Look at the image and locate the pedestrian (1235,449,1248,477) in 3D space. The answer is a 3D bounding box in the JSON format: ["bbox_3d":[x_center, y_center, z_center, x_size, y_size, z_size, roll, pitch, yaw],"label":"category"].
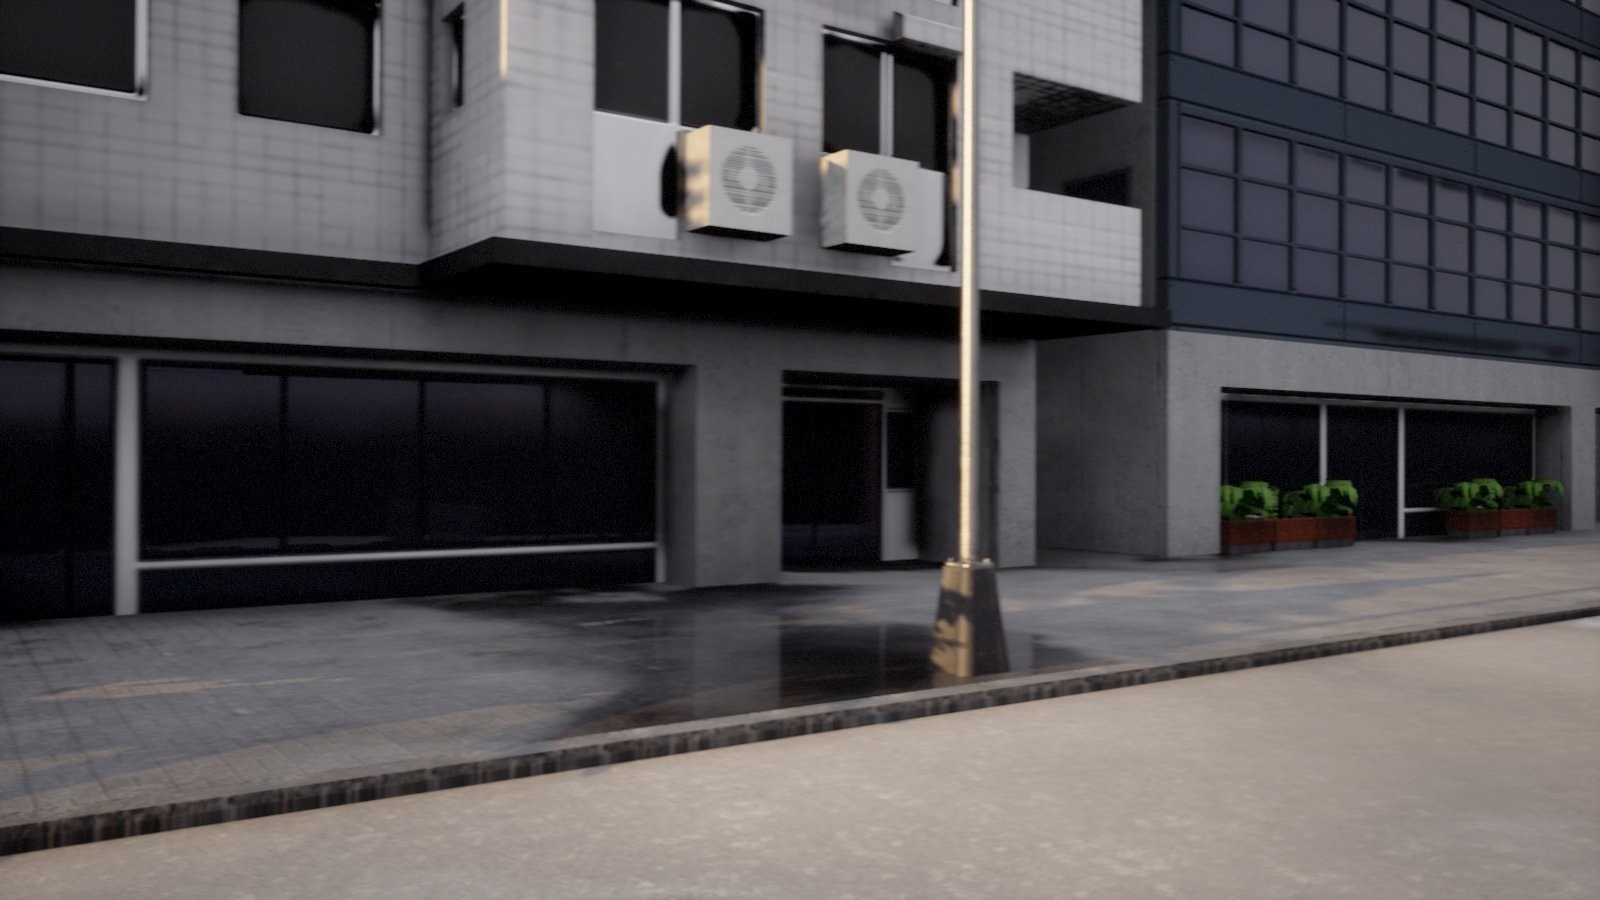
[{"bbox_3d":[28.513,0.845,81.096,0.402,1.842,0.726,0,0,-36],"label":"pedestrian"}]
